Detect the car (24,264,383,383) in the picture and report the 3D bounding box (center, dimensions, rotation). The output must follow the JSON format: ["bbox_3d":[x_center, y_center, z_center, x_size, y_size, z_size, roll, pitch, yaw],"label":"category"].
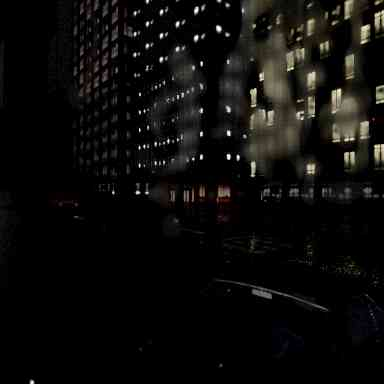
[{"bbox_3d":[0.819,1.601,3.522,4.718,1.301,1.895,0,0,-43],"label":"car"}]

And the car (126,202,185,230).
[{"bbox_3d":[-2.290,1.341,20.011,2.128,1.511,4.902,0,0,-37],"label":"car"}]

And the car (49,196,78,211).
[{"bbox_3d":[-13.744,1.169,35.439,1.882,1.535,5.008,0,0,-37],"label":"car"}]
